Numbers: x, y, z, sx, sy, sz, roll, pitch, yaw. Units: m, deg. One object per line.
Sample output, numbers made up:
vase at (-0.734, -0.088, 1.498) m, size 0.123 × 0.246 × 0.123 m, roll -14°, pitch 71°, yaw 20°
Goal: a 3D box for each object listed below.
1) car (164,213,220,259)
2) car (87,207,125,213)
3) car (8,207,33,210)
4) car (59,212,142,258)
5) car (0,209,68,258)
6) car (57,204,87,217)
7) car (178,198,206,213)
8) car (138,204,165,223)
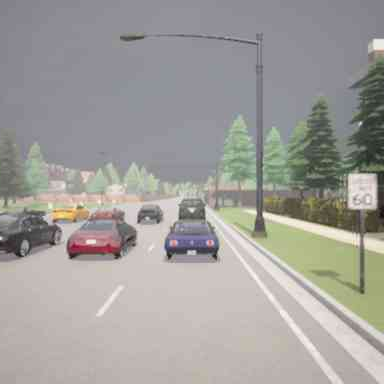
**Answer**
car at (0.013, 1.746, 13.242) m, size 1.895 × 1.301 × 4.718 m, roll 0°, pitch -1°, yaw 0°
car at (-6.987, 1.907, 28.232) m, size 1.895 × 1.301 × 4.718 m, roll 0°, pitch -1°, yaw 0°
car at (-14.323, 1.907, 28.241) m, size 1.895 × 1.301 × 4.718 m, roll 0°, pitch -1°, yaw 1°
car at (-3.483, 1.712, 13.533) m, size 1.994 × 1.385 × 4.181 m, roll 0°, pitch -1°, yaw 0°
car at (-6.984, 1.654, 13.494) m, size 1.837 × 1.490 × 4.892 m, roll 0°, pitch 0°, yaw 0°
car at (-10.477, 1.794, 29.227) m, size 1.882 × 1.535 × 5.008 m, roll 0°, pitch 0°, yaw 0°
car at (0.007, 1.524, 27.548) m, size 2.150 × 2.045 × 5.566 m, roll 0°, pitch 0°, yaw 0°
car at (-3.484, 1.816, 28.497) m, size 1.837 × 1.490 × 4.892 m, roll 0°, pitch 0°, yaw 0°
